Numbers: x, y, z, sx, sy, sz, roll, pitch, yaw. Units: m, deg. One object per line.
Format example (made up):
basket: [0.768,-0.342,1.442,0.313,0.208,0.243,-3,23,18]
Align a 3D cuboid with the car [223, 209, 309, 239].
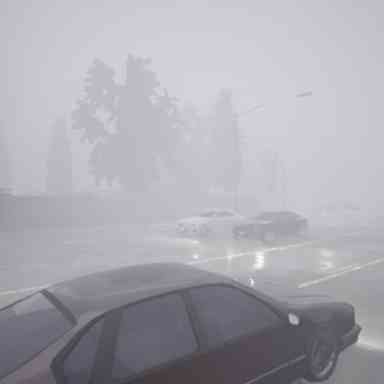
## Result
car: [4.036,1.628,16.802,5.008,1.535,1.882,1,-1,-44]

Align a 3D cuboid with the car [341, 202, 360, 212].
car: [25.209,2.361,53.114,1.837,1.490,4.892,0,-1,9]

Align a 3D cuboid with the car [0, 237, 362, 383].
car: [-0.292,1.560,3.660,5.357,1.411,2.033,0,0,-37]

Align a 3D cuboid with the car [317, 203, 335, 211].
car: [21.933,2.505,54.508,1.895,1.301,4.718,0,-1,8]

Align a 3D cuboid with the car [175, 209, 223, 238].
car: [1.180,1.684,18.918,4.674,1.442,1.812,1,-1,-43]
